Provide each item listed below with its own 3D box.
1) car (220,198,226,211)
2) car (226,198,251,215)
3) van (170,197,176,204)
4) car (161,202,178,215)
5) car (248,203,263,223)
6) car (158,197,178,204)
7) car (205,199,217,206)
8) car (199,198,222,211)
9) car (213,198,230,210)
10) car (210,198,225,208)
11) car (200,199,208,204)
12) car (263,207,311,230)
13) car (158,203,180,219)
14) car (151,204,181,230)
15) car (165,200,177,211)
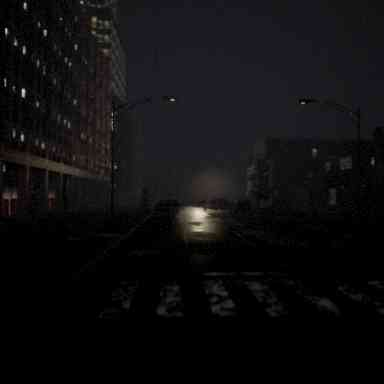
[{"bbox_3d":[5.222,2.075,50.724,1.752,1.417,4.829,1,-1,-3],"label":"car"},{"bbox_3d":[5.791,1.753,39.497,2.192,1.841,5.009,1,-1,-3],"label":"car"},{"bbox_3d":[-5.087,2.195,88.846,1.690,1.788,3.998,1,-1,-3],"label":"van"},{"bbox_3d":[-2.582,1.889,39.076,1.887,1.381,4.507,1,-1,-3],"label":"car"},{"bbox_3d":[6.345,1.912,28.435,1.802,1.307,4.206,1,-1,-3],"label":"car"},{"bbox_3d":[-2.021,1.551,28.019,2.192,1.841,5.009,1,-1,-3],"label":"car"},{"bbox_3d":[4.115,2.340,72.673,1.947,1.339,4.313,1,-1,-3],"label":"car"},{"bbox_3d":[2.692,2.057,49.491,2.033,1.411,5.357,1,-1,-3],"label":"car"},{"bbox_3d":[4.955,1.919,56.087,2.192,1.841,5.009,1,-1,-3],"label":"car"},{"bbox_3d":[4.677,1.976,61.616,2.192,1.841,5.009,1,-1,-3],"label":"car"},{"bbox_3d":[3.280,2.529,89.262,1.802,1.307,4.206,1,-1,-3],"label":"car"},{"bbox_3d":[6.615,1.804,23.075,1.752,1.417,4.829,1,-1,-3],"label":"car"},{"bbox_3d":[-2.303,1.841,33.547,2.008,1.369,4.403,1,-1,-3],"label":"car"},{"bbox_3d":[-1.746,1.734,22.487,2.008,1.369,4.403,1,-1,-3],"label":"car"},{"bbox_3d":[-3.131,1.978,49.967,1.752,1.417,4.829,1,-1,-3],"label":"car"}]
